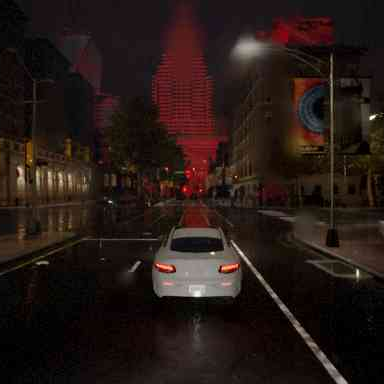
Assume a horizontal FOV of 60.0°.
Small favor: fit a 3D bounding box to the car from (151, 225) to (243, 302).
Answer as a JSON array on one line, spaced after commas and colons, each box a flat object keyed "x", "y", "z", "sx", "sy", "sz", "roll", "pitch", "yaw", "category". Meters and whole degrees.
[{"x": 0.114, "y": 1.526, "z": 8.122, "sx": 1.812, "sy": 1.442, "sz": 4.674, "roll": 0, "pitch": 0, "yaw": 1, "category": "car"}]

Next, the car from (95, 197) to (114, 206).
[{"x": -14.823, "y": 1.547, "z": 56.789, "sx": 2.033, "sy": 1.411, "sz": 5.357, "roll": 0, "pitch": 0, "yaw": 0, "category": "car"}]

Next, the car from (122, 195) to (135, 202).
[{"x": -14.647, "y": 1.478, "z": 76.742, "sx": 1.882, "sy": 1.535, "sz": 5.008, "roll": 0, "pitch": 0, "yaw": 0, "category": "car"}]

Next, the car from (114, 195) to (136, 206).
[{"x": -11.324, "y": 1.478, "z": 56.724, "sx": 1.882, "sy": 1.535, "sz": 5.008, "roll": 0, "pitch": 0, "yaw": 0, "category": "car"}]

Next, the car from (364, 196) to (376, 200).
[{"x": 34.758, "y": 1.481, "z": 68.023, "sx": 2.231, "sy": 1.521, "sz": 4.892, "roll": 0, "pitch": 0, "yaw": 0, "category": "car"}]

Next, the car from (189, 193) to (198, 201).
[{"x": 0.400, "y": 1.355, "z": 86.898, "sx": 2.097, "sy": 1.767, "sz": 4.553, "roll": 0, "pitch": 0, "yaw": 0, "category": "car"}]

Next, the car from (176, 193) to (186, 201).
[{"x": -3.098, "y": 1.552, "z": 87.296, "sx": 1.994, "sy": 1.385, "sz": 4.181, "roll": 0, "pitch": 0, "yaw": 0, "category": "car"}]

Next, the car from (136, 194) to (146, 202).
[{"x": -11.214, "y": 1.547, "z": 66.537, "sx": 2.033, "sy": 1.411, "sz": 5.357, "roll": 0, "pitch": 0, "yaw": 1, "category": "car"}]

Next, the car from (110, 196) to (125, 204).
[{"x": -14.711, "y": 1.505, "z": 66.328, "sx": 1.837, "sy": 1.490, "sz": 4.892, "roll": 0, "pitch": 0, "yaw": 1, "category": "car"}]

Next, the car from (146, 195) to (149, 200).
[{"x": -11.147, "y": 1.355, "z": 76.757, "sx": 2.097, "sy": 1.767, "sz": 4.553, "roll": 0, "pitch": 0, "yaw": 0, "category": "car"}]

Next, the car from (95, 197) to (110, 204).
[{"x": -17.943, "y": 1.595, "z": 66.873, "sx": 1.895, "sy": 1.301, "sz": 4.718, "roll": 0, "pitch": 0, "yaw": 0, "category": "car"}]
